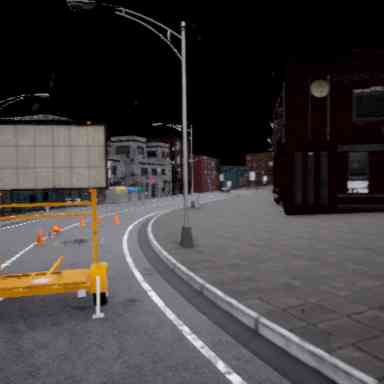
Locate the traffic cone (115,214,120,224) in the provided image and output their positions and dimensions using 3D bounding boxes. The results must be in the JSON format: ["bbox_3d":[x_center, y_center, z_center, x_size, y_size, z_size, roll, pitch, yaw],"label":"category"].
[{"bbox_3d":[-4.474,1.602,19.716,0.340,0.580,0.340,-1,1,-13],"label":"traffic cone"}]

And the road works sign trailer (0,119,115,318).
[{"bbox_3d":[-2.922,0.360,6.788,2.380,3.560,2.880,-2,1,-12],"label":"road works sign trailer"}]

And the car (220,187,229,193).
[{"bbox_3d":[8.318,-0.470,84.063,1.882,1.535,5.008,0,1,17],"label":"car"}]
